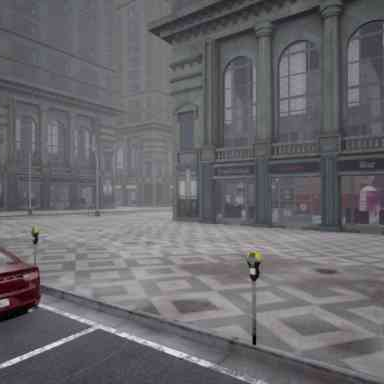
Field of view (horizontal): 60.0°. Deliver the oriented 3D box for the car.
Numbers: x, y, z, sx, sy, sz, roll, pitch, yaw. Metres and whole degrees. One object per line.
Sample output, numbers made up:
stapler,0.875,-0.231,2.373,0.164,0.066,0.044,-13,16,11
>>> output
car,-4.685,1.548,6.296,4.507,1.381,1.887,0,0,35
